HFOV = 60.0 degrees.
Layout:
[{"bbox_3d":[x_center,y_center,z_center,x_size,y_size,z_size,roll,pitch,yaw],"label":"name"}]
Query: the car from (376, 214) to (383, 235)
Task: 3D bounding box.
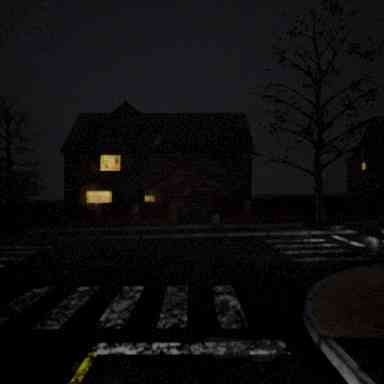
[{"bbox_3d":[10.325,1.041,14.013,4.553,1.767,2.097,-1,1,0],"label":"car"}]
